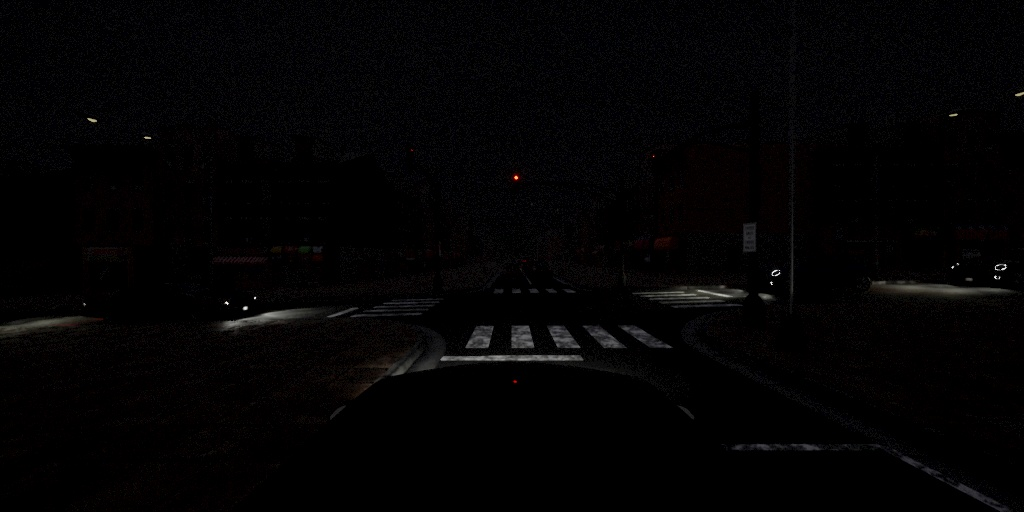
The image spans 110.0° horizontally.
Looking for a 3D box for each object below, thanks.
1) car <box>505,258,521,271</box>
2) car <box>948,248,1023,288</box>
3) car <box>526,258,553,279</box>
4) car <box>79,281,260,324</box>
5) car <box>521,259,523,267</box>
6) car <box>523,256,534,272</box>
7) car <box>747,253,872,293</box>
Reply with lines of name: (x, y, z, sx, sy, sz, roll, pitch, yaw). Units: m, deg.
car: (0.094, 1.355, 51.317, 1.812, 1.442, 4.674, 0, 0, 0)
car: (23.077, 0.433, 16.351, 4.553, 1.767, 2.097, -1, 0, 0)
car: (2.635, 1.222, 33.166, 1.967, 1.591, 4.097, 0, 0, 0)
car: (-12.586, 1.642, 13.336, 5.357, 1.411, 2.033, -2, 0, 0)
car: (2.634, 1.123, 43.970, 2.192, 1.841, 5.009, 0, 0, 0)
car: (2.634, 1.110, 38.567, 2.192, 1.841, 5.009, 0, 0, 0)
car: (13.359, 0.685, 16.355, 4.553, 1.767, 2.097, -1, 0, 1)
